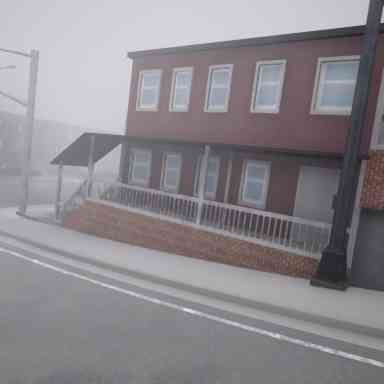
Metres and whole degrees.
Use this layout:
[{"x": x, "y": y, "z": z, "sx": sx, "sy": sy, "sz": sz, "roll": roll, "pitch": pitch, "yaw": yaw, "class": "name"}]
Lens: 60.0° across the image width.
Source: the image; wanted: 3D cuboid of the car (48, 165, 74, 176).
[{"x": -15.524, "y": -2.722, "z": 41.124, "sx": 1.837, "sy": 1.490, "sz": 4.892, "roll": 11, "pitch": 6, "yaw": 35, "class": "car"}]

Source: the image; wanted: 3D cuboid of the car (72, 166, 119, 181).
[{"x": -11.403, "y": -2.144, "z": 40.939, "sx": 2.033, "sy": 1.411, "sz": 5.357, "roll": 11, "pitch": 6, "yaw": 36, "class": "car"}]

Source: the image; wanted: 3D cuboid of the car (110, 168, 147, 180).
[{"x": -9.426, "y": -2.671, "z": 49.592, "sx": 2.033, "sy": 1.411, "sz": 5.357, "roll": 11, "pitch": 6, "yaw": 36, "class": "car"}]

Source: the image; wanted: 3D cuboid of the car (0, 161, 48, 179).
[{"x": -17.486, "y": -2.150, "z": 32.491, "sx": 2.033, "sy": 1.411, "sz": 5.357, "roll": 11, "pitch": 6, "yaw": 37, "class": "car"}]
